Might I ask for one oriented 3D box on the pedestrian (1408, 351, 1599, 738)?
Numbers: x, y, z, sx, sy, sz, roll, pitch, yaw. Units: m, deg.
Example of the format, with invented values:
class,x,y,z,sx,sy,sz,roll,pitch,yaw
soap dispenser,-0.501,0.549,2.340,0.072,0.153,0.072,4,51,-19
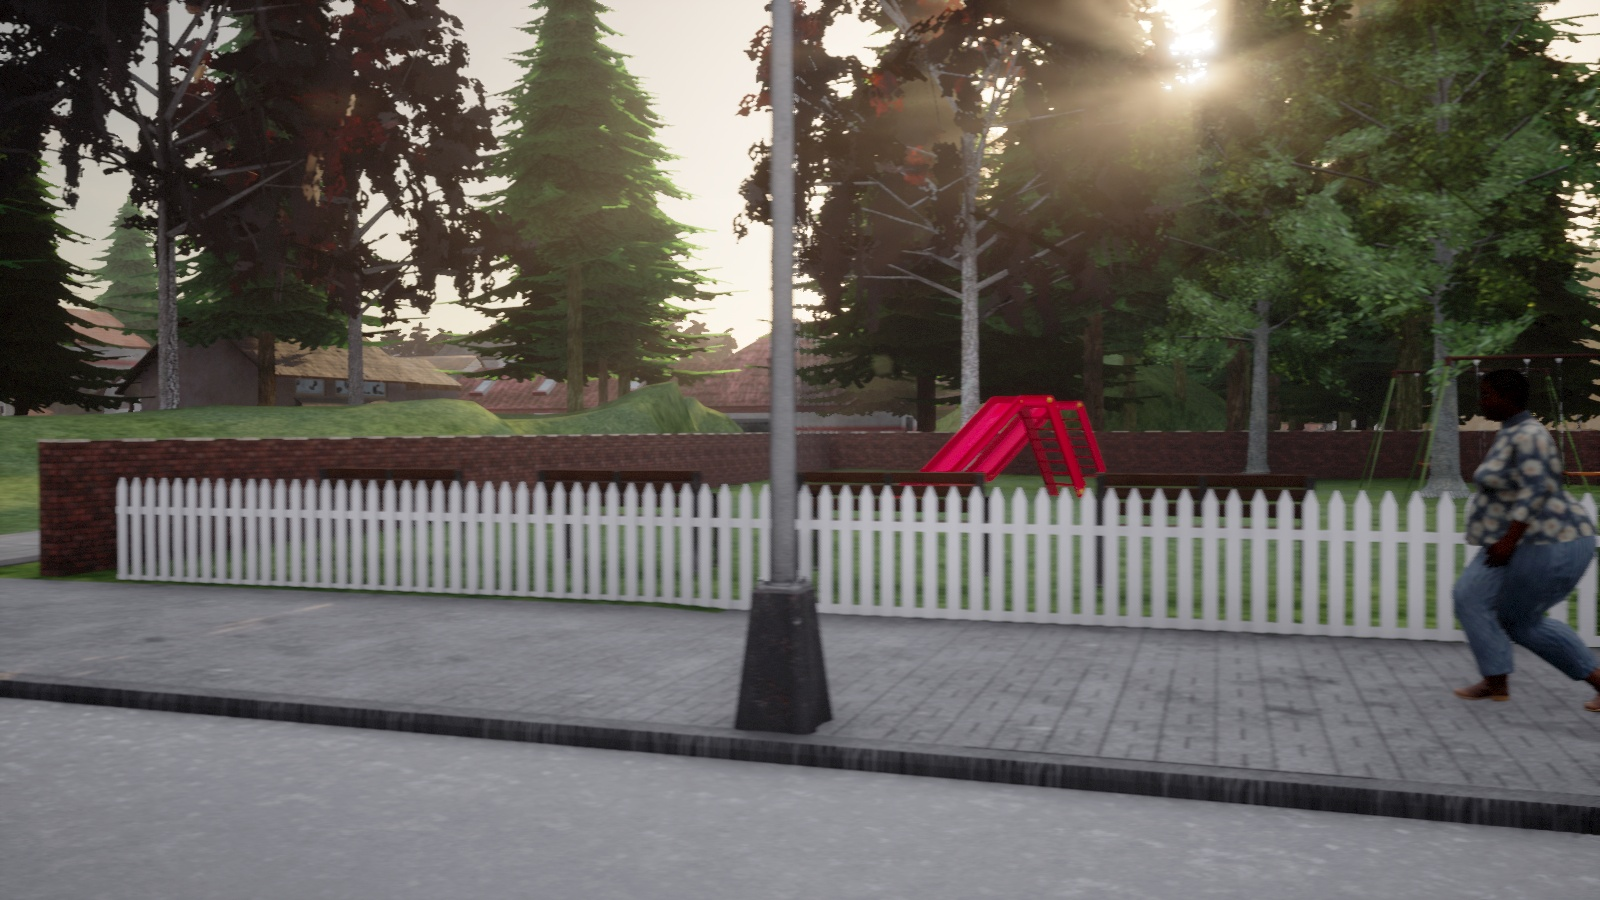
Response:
class,x,y,z,sx,sy,sz,roll,pitch,yaw
pedestrian,3.713,0.446,6.522,0.900,1.855,0.874,1,1,21
